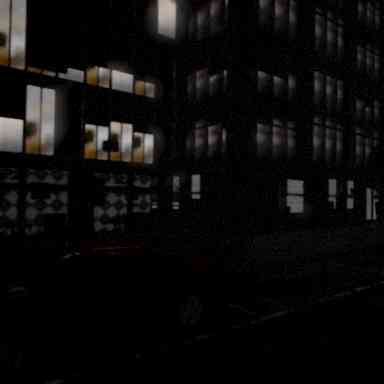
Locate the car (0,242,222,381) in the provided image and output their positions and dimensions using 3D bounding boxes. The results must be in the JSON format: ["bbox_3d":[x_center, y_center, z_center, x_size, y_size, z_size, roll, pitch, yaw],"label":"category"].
[{"bbox_3d":[-1.550,1.563,5.441,4.507,1.381,1.887,1,0,-35],"label":"car"}]
